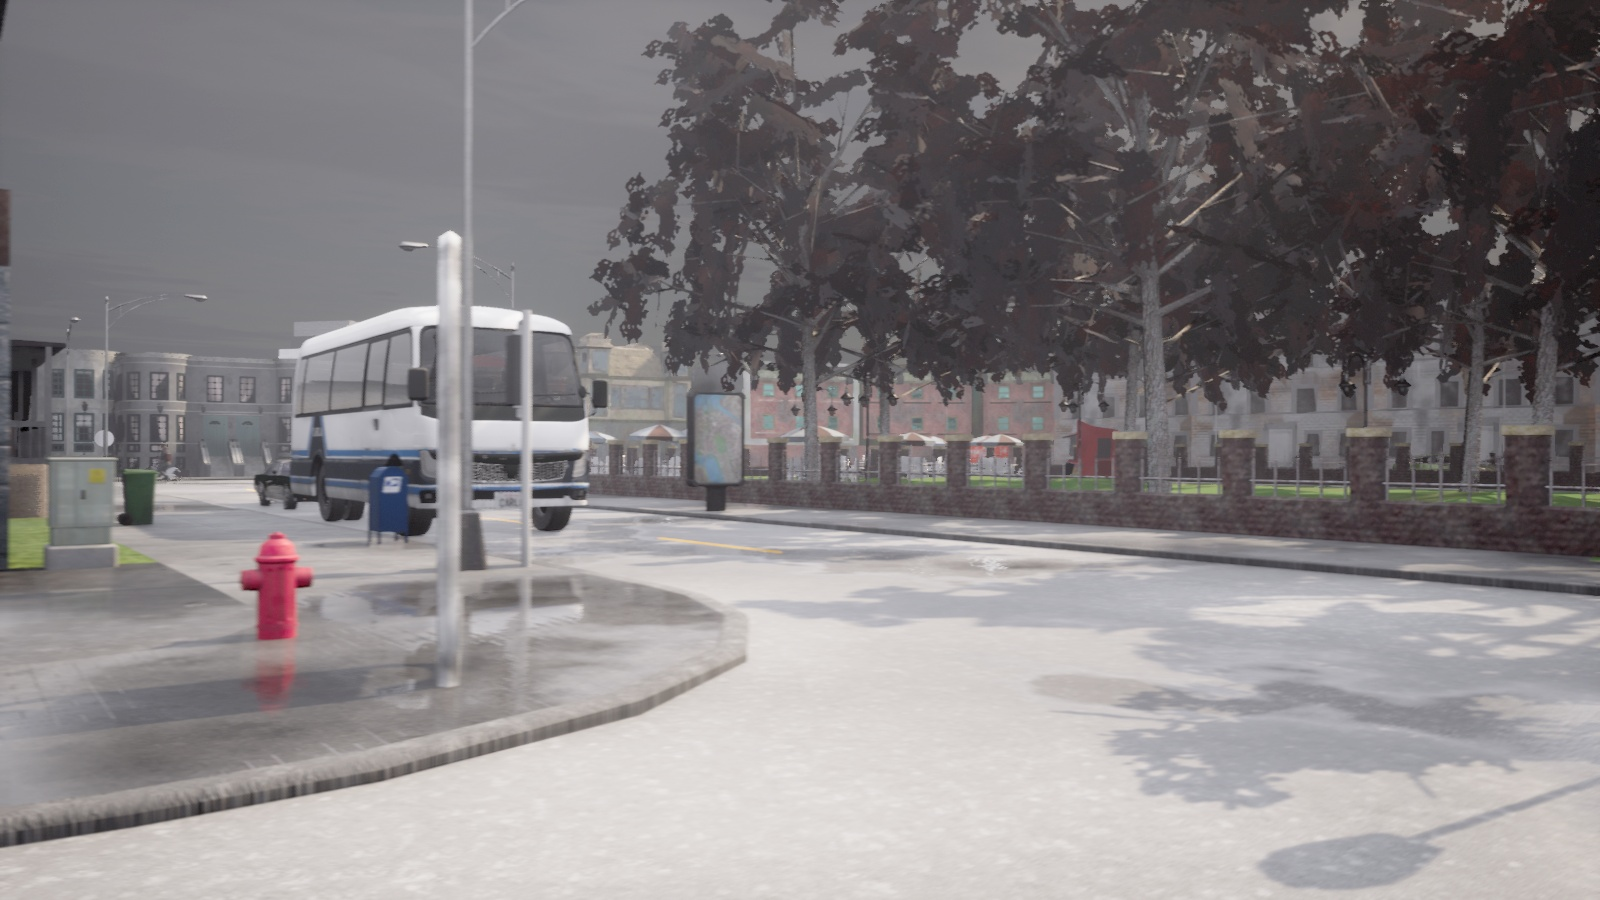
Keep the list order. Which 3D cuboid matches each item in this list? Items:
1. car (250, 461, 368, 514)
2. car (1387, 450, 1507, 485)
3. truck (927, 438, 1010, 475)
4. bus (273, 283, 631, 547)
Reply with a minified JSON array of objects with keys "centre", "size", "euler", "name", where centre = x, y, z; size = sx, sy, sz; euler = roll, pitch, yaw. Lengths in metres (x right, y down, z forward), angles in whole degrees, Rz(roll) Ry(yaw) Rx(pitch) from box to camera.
[{"centre":[-13.294,0.961,33.817],"size":[1.895,1.301,4.718],"euler":[0,0,-35],"name":"car"},{"centre":[29.867,0.775,58.053],"size":[2.007,1.525,4.514],"euler":[0,0,-35],"name":"car"},{"centre":[11.731,0.458,87.236],"size":[5.204,2.467,2.627],"euler":[0,0,23],"name":"truck"},{"centre":[-7.529,-0.549,25.546],"size":[3.944,4.253,10.273],"euler":[0,0,-34],"name":"bus"}]
